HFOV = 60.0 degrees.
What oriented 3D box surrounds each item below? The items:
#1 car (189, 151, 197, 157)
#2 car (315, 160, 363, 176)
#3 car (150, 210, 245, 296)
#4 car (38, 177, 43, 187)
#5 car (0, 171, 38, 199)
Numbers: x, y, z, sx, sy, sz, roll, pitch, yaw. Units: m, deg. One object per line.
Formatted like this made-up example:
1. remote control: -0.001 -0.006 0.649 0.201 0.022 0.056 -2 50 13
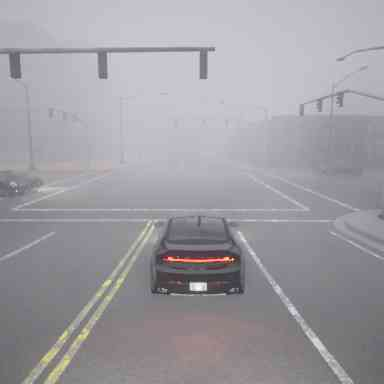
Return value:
1. car: 0.258 -9.858 85.516 2.033 1.411 5.357 0 8 0
2. car: 15.661 -2.661 35.558 4.553 1.767 2.097 0 8 0
3. car: 0.114 1.199 8.071 1.837 1.490 4.892 0 4 0
4. car: -13.596 -0.896 25.181 4.181 1.385 1.994 0 8 1
5. car: -13.040 -0.593 21.687 4.553 1.767 2.097 0 8 0
